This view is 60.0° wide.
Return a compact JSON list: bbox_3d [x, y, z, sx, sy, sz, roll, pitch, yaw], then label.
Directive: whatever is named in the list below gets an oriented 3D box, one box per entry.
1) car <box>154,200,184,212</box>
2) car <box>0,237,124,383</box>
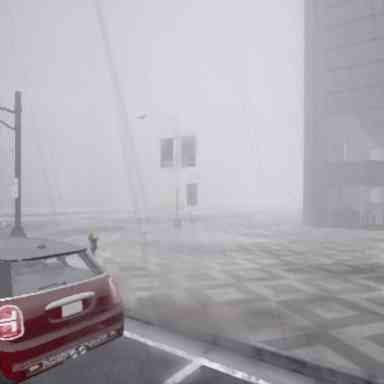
[{"bbox_3d":[-3.042,1.886,45.300,1.882,1.535,5.008,0,-1,36],"label":"car"},{"bbox_3d":[-3.016,1.418,5.134,4.097,1.590,1.967,0,0,36],"label":"car"}]
